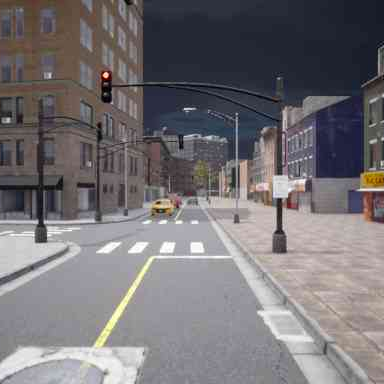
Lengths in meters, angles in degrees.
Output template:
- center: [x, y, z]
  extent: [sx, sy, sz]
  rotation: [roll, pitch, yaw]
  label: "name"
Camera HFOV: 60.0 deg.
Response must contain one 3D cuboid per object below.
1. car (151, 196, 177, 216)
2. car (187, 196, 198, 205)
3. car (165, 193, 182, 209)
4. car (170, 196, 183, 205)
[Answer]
- center: [-2.835, 1.481, 32.741]
  extent: [1.882, 1.535, 5.008]
  rotation: [0, 0, 0]
  label: "car"
- center: [0.119, 1.507, 59.117]
  extent: [2.128, 1.511, 4.902]
  rotation: [0, 0, 0]
  label: "car"
- center: [-2.836, 1.227, 45.429]
  extent: [2.150, 2.045, 5.566]
  rotation: [0, 0, 0]
  label: "car"
- center: [-2.793, 1.510, 60.323]
  extent: [2.128, 1.511, 4.902]
  rotation: [0, 0, 0]
  label: "car"
